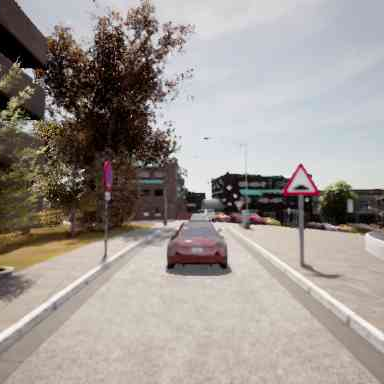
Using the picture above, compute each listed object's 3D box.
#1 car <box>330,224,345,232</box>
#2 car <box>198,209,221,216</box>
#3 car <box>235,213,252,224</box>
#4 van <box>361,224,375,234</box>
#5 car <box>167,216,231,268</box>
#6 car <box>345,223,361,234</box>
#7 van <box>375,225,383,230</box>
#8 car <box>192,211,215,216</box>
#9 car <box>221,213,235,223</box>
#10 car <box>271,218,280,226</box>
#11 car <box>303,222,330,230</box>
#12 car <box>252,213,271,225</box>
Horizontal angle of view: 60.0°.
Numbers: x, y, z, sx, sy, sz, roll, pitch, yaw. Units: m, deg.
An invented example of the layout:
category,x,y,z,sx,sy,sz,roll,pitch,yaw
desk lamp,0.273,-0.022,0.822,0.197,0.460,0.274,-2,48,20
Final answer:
category,x,y,z,sx,sy,sz,roll,pitch,yaw
car,25.617,6.650,62.602,2.002,1.452,4.674,8,-6,-29
car,1.991,4.090,58.436,2.435,2.045,5.566,2,-4,-30
car,7.844,4.663,59.509,2.185,1.767,4.553,7,-6,-30
van,31.641,6.986,63.493,1.878,1.987,4.442,8,-6,-29
car,0.188,1.775,12.031,1.994,1.385,4.181,0,-2,1
car,28.498,6.914,63.249,1.946,1.575,5.366,7,-6,-29
van,34.614,7.288,63.982,1.878,1.987,4.442,8,-6,-29
car,0.648,2.526,27.503,2.033,1.411,5.357,0,-3,2
car,4.871,4.399,59.017,2.185,1.767,4.553,5,-5,-31
car,13.674,5.403,60.745,1.946,1.575,5.366,8,-6,-30
car,22.646,6.346,62.096,2.002,1.452,4.674,7,-5,-29
car,10.841,4.846,60.062,2.435,2.045,5.566,8,-6,-30
